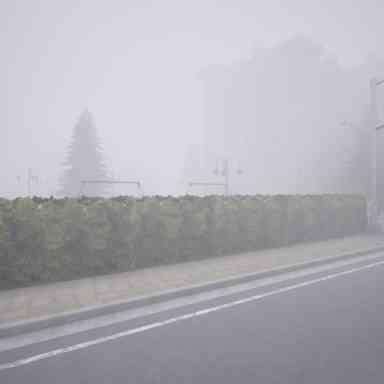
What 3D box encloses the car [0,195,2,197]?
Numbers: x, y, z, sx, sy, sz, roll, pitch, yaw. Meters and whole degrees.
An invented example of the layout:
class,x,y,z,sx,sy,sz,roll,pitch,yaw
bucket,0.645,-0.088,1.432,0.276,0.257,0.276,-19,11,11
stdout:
class,x,y,z,sx,sy,sz,roll,pitch,yaw
car,-40.232,1.374,67.297,3.633,1.501,1.845,0,0,-37
